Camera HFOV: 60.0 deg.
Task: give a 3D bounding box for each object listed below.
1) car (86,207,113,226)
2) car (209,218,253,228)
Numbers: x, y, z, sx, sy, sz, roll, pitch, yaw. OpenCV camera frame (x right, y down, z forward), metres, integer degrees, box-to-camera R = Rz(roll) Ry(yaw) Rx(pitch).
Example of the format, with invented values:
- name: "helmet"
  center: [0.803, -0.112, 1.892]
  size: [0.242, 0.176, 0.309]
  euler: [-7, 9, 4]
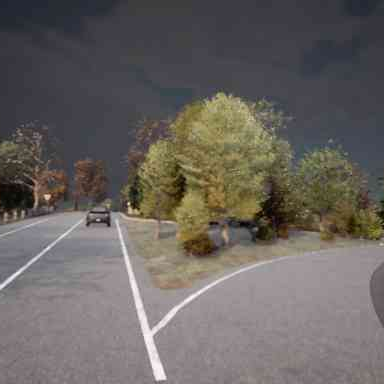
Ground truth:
- name: "car"
  center: [-7.624, 1.956, 27.392]
  size: [2.128, 1.511, 4.902]
  euler: [2, -1, -14]
- name: "car"
  center: [2.631, 2.331, 29.001]
  size: [5.357, 1.411, 2.033]
  euler: [1, -6, 28]
